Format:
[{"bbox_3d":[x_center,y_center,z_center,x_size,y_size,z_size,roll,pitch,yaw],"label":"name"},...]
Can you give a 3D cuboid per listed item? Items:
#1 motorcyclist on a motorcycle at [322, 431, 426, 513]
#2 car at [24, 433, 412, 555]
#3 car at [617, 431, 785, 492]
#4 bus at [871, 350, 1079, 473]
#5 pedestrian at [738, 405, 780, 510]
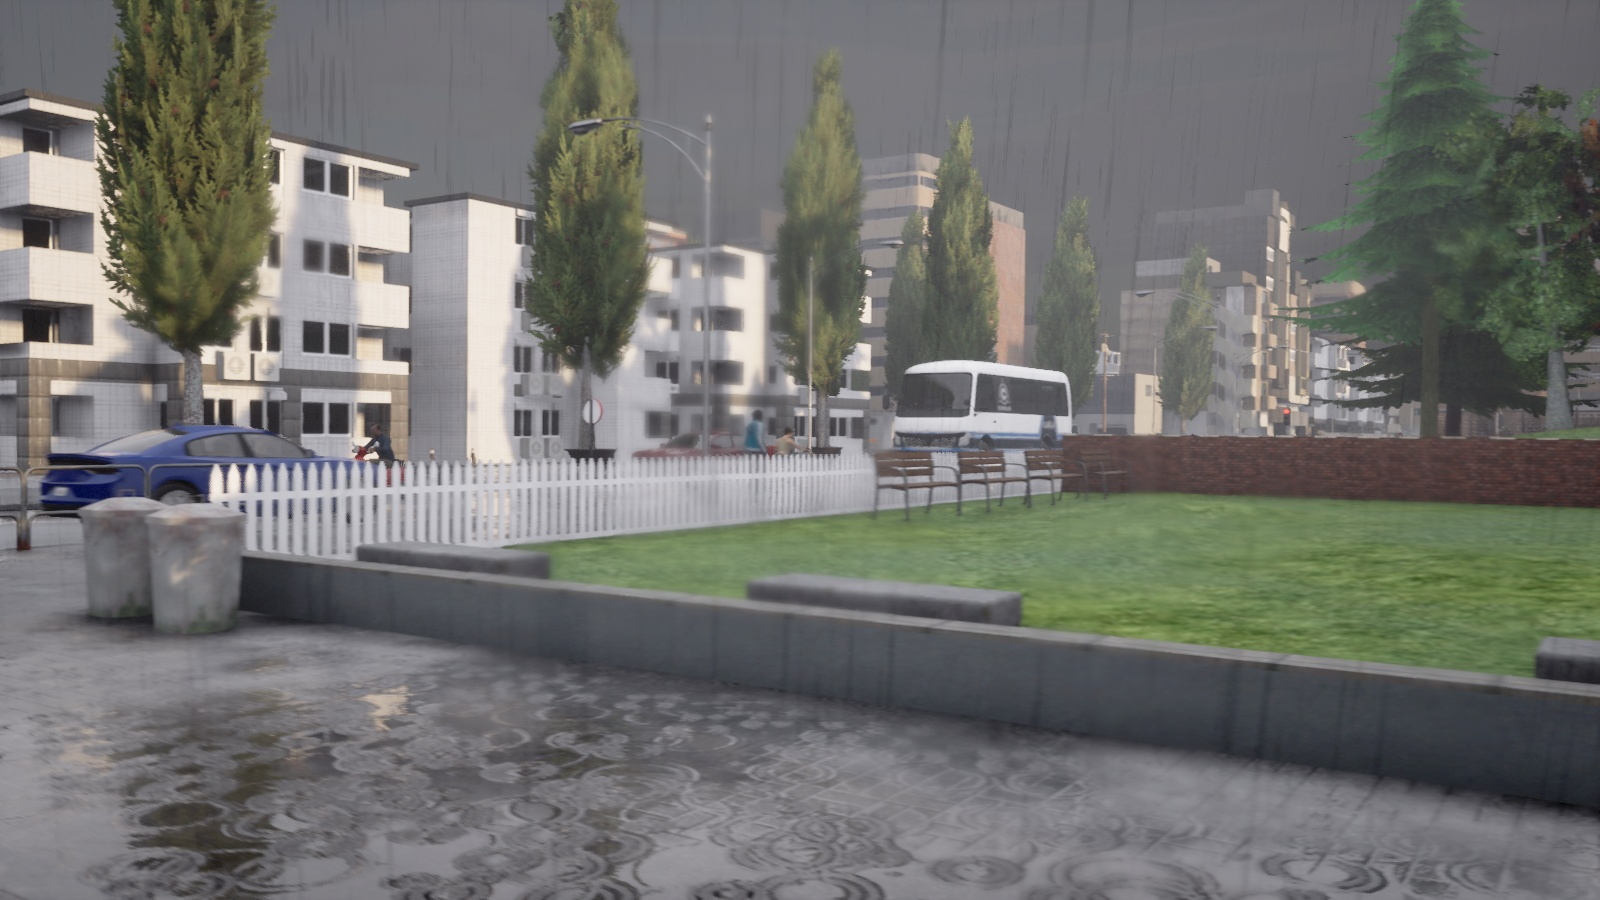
[{"bbox_3d":[-8.614,0.415,25.450,0.866,1.590,1.817,0,1,34],"label":"motorcyclist on a motorcycle"},{"bbox_3d":[-8.382,0.530,18.651,1.882,1.535,5.008,0,1,31],"label":"car"},{"bbox_3d":[-2.607,0.262,34.453,1.882,1.535,5.008,0,1,34],"label":"car"},{"bbox_3d":[7.089,-1.378,48.979,3.944,4.253,10.273,0,1,34],"label":"bus"},{"bbox_3d":[-0.772,0.127,23.482,0.396,1.930,0.692,0,1,43],"label":"pedestrian"}]
